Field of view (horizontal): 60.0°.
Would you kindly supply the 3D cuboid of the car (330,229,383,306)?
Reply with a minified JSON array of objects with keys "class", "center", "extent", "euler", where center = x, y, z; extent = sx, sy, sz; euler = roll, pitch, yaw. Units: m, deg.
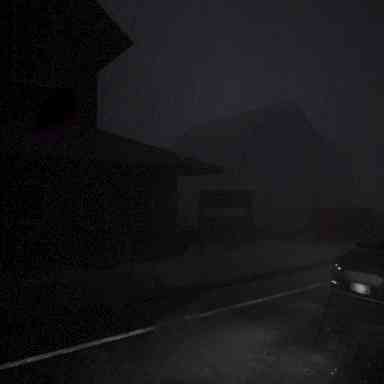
[{"class":"car","center":[5.159,1.574,7.691],"extent":[4.902,1.511,2.128],"euler":[1,0,-36]}]
